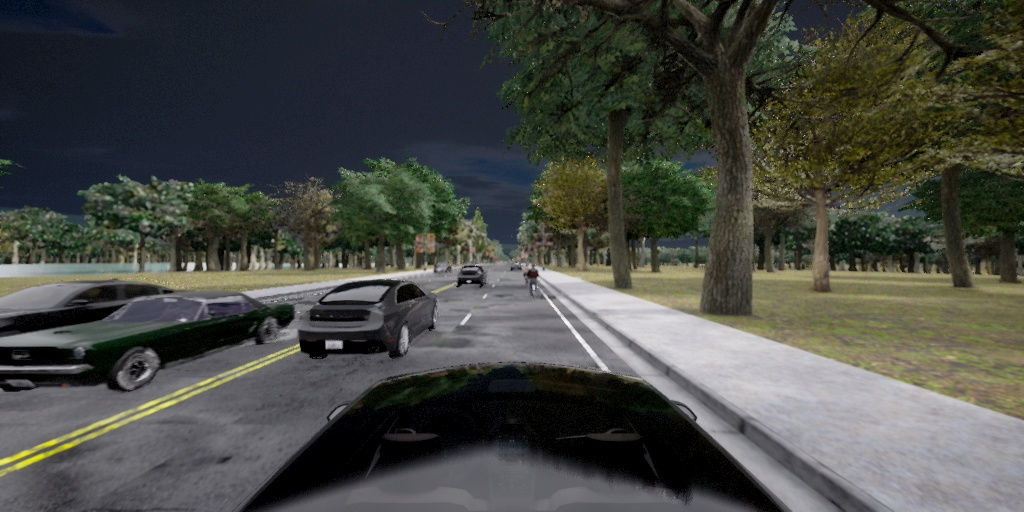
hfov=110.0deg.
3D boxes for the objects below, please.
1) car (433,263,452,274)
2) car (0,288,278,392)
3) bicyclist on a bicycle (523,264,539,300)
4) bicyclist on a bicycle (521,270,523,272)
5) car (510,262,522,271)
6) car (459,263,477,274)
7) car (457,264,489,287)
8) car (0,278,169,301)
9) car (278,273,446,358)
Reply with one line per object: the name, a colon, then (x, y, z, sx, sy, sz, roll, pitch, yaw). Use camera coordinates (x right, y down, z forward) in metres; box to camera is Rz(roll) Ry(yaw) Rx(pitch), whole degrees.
car: (-9.375, 1.680, 48.779, 2.128, 1.511, 4.902, 0, -1, 1)
car: (-6.545, 1.405, 6.991, 1.895, 1.301, 4.718, 0, -1, 1)
bicyclist on a bicycle: (1.055, 1.271, 18.007, 0.659, 1.776, 1.843, 0, 0, 1)
bicyclist on a bicycle: (1.134, 1.424, 27.593, 0.866, 1.612, 1.509, 0, -1, 1)
car: (0.713, 1.842, 62.345, 1.812, 1.442, 4.674, 0, -1, 0)
car: (-6.105, 1.766, 50.430, 1.994, 1.385, 4.181, 0, -1, 1)
car: (-2.903, 1.487, 26.755, 1.837, 1.490, 4.892, 0, 0, 1)
car: (-9.786, 1.294, 8.015, 1.882, 1.535, 5.008, 0, -1, 1)
car: (-3.082, 1.322, 8.674, 1.837, 1.490, 4.892, 0, -1, 1)
